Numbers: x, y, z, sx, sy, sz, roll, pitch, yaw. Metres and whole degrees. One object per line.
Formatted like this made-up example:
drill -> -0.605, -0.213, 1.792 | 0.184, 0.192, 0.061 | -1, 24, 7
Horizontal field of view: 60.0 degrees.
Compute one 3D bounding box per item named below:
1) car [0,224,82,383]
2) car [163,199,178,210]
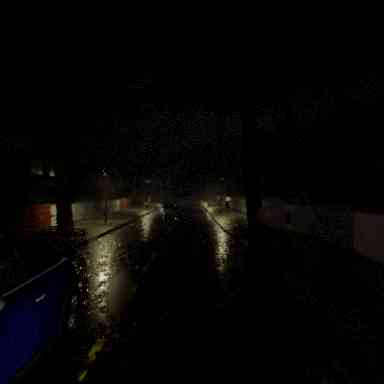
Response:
car -> -2.852, 1.360, 3.550 | 2.097, 1.767, 4.553 | 0, 0, 0
car -> -2.846, 1.620, 44.649 | 1.882, 1.535, 5.008 | 0, 0, 0
